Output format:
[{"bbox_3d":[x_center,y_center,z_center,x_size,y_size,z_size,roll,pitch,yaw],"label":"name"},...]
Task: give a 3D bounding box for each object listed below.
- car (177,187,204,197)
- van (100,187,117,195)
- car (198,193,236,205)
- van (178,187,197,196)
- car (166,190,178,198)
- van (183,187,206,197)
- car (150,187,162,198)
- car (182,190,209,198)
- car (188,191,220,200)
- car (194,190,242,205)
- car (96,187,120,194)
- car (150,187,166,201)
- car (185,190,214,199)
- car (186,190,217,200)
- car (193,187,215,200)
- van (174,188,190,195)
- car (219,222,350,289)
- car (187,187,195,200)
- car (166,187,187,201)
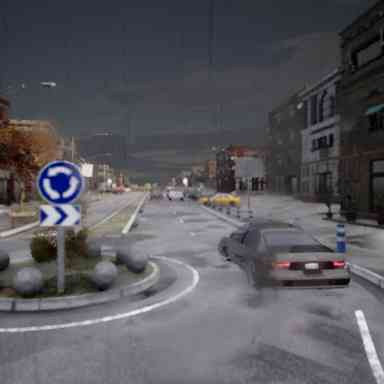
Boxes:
[{"bbox_3d":[-0.384,-0.035,73.271,5.566,2.045,2.435,0,1,-7],"label":"car"},{"bbox_3d":[-23.230,-0.296,92.694,4.442,1.987,1.878,0,1,-6],"label":"van"},{"bbox_3d":[3.187,0.863,43.175,4.674,1.452,2.002,0,1,-7],"label":"car"},{"bbox_3d":[-1.115,-0.073,78.734,4.442,1.987,1.878,0,1,-7],"label":"van"},{"bbox_3d":[-3.817,0.383,62.973,1.837,1.490,4.892,0,1,-7],"label":"car"},{"bbox_3d":[0.418,0.071,67.690,4.442,1.987,1.878,0,1,-7],"label":"van"},{"bbox_3d":[-6.799,0.094,62.649,2.150,2.045,5.566,0,1,-7],"label":"car"},{"bbox_3d":[0.615,0.339,65.065,5.008,1.535,2.097,0,1,-7],"label":"car"},{"bbox_3d":[1.892,0.552,54.117,5.008,1.535,2.097,0,1,-7],"label":"car"},{"bbox_3d":[3.321,0.897,40.414,5.366,1.575,1.946,0,2,-7],"label":"car"},{"bbox_3d":[-23.064,-0.287,89.918,5.566,2.045,2.435,0,1,-6],"label":"car"},{"bbox_3d":[-5.599,0.419,52.905,2.097,1.767,4.553,0,1,-6],"label":"car"},{"bbox_3d":[1.260,0.439,59.592,4.892,1.521,2.231,0,1,-7],"label":"car"},{"bbox_3d":[1.581,0.494,56.855,4.892,1.521,2.231,0,1,-7],"label":"car"},{"bbox_3d":[2.831,0.624,45.902,4.553,1.767,2.185,0,1,-7],"label":"car"},{"bbox_3d":[-2.816,-0.261,95.192,4.442,1.987,1.878,0,1,-7],"label":"van"},{"bbox_3d":[2.138,1.558,9.275,2.033,1.411,5.357,0,0,-7],"label":"car"},{"bbox_3d":[2.570,0.429,48.642,5.566,2.045,2.435,0,1,-7],"label":"car"},{"bbox_3d":[-2.551,0.307,52.628,2.150,2.045,5.566,0,1,-6],"label":"car"}]
